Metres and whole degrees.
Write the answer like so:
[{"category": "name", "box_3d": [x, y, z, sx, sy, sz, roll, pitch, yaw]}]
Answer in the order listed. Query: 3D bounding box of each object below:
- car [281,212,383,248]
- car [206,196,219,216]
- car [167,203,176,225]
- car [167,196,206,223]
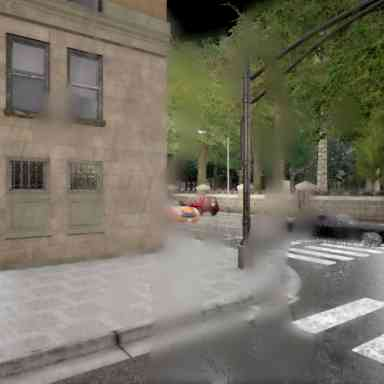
[{"category": "car", "box_3d": [6.550, 1.593, 14.859, 4.718, 1.301, 1.895, 0, 0, 41]}, {"category": "car", "box_3d": [0.547, 1.285, 31.774, 2.192, 1.841, 5.009, 0, 0, -35]}, {"category": "car", "box_3d": [-3.227, 1.544, 22.238, 1.947, 1.339, 4.313, 0, 0, -35]}, {"category": "car", "box_3d": [-1.337, 1.332, 24.365, 2.097, 1.767, 4.553, 0, 0, -32]}]
